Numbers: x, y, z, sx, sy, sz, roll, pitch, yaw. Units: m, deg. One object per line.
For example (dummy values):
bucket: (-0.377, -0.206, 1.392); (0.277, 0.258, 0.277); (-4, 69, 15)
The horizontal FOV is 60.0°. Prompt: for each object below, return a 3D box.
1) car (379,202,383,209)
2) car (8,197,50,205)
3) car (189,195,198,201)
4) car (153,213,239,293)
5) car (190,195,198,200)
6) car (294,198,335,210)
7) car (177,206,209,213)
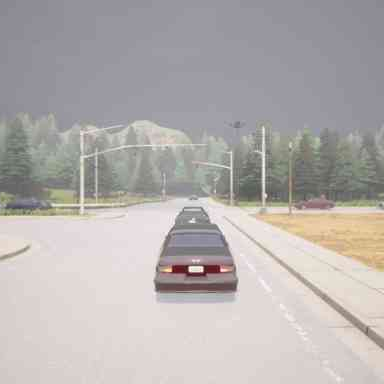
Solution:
car: (25.040, 1.404, 39.990); (4.674, 1.442, 1.812); (0, 0, 1)
car: (-18.042, 1.387, 37.115); (4.553, 1.767, 2.097); (0, 0, 1)
car: (0.256, 1.468, 81.837); (1.895, 1.301, 4.718); (0, 0, 2)
car: (0.084, 1.537, 8.947); (2.033, 1.411, 5.357); (0, 0, 0)
car: (0.622, 1.409, 91.817); (1.994, 1.385, 4.181); (0, 0, 2)
car: (14.761, 1.440, 40.185); (4.674, 1.442, 1.812); (0, 0, 1)
car: (0.065, 1.533, 19.554); (1.994, 1.385, 4.181); (0, 0, 1)
